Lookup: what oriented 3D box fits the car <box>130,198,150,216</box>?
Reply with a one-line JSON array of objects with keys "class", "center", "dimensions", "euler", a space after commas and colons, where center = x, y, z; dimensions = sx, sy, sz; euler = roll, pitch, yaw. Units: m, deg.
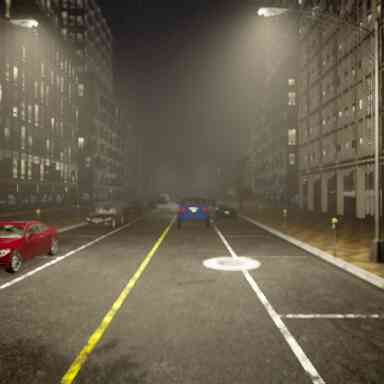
[{"class": "car", "center": [-5.675, 1.596, 33.428], "dimensions": [1.887, 1.381, 4.507], "euler": [0, 0, 0]}]

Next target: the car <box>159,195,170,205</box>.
[{"class": "car", "center": [-5.663, 1.523, 61.888], "dimensions": [1.967, 1.590, 4.097], "euler": [0, 0, 0]}]

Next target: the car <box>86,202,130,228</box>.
[{"class": "car", "center": [-5.679, 1.586, 22.043], "dimensions": [2.008, 1.369, 4.403], "euler": [0, 0, 0]}]

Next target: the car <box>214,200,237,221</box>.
[{"class": "car", "center": [2.704, 1.609, 27.720], "dimensions": [1.947, 1.339, 4.313], "euler": [0, 0, 0]}]

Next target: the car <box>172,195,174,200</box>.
[{"class": "car", "center": [-5.660, 1.660, 73.274], "dimensions": [1.947, 1.339, 4.313], "euler": [0, 0, 0]}]

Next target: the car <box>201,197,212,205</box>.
[{"class": "car", "center": [2.716, 1.665, 61.871], "dimensions": [1.802, 1.307, 4.206], "euler": [0, 0, 0]}]

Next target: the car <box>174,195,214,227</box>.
[{"class": "car", "center": [0.108, 1.257, 23.213], "dimensions": [2.150, 2.045, 5.566], "euler": [0, 0, 0]}]

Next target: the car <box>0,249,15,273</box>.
[{"class": "car", "center": [-3.099, 1.481, 1.485], "dimensions": [1.882, 1.535, 5.008], "euler": [0, 0, 0]}]

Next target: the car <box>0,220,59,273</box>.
[{"class": "car", "center": [-5.683, 1.600, 10.657], "dimensions": [1.802, 1.307, 4.206], "euler": [0, 0, 0]}]

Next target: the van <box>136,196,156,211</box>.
[{"class": "van", "center": [-5.672, 1.399, 39.121], "dimensions": [1.690, 1.788, 3.998], "euler": [0, 0, 0]}]

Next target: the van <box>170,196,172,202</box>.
[{"class": "van", "center": [-5.661, 1.430, 67.582], "dimensions": [1.690, 1.788, 3.998], "euler": [0, 0, 0]}]

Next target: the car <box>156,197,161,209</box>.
[{"class": "car", "center": [-5.671, 1.647, 44.813], "dimensions": [1.802, 1.307, 4.206], "euler": [0, 0, 0]}]

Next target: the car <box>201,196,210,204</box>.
[{"class": "car", "center": [2.719, 1.614, 67.733], "dimensions": [1.752, 1.417, 4.829], "euler": [0, 0, 0]}]

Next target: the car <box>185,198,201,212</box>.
[{"class": "car", "center": [0.114, 1.566, 41.287], "dimensions": [1.837, 1.490, 4.892], "euler": [0, 0, 0]}]
